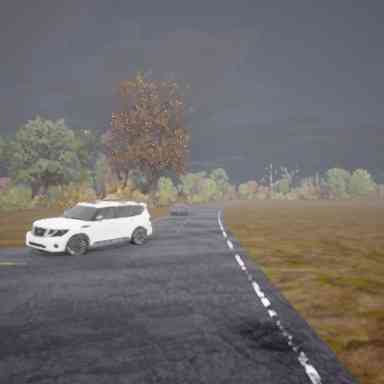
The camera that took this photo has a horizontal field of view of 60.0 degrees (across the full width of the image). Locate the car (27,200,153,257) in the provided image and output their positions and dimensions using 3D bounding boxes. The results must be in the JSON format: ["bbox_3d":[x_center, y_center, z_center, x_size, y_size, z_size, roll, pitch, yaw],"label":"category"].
[{"bbox_3d":[-4.062,1.436,14.371,2.150,2.045,5.566,4,2,35],"label":"car"}]

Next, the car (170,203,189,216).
[{"bbox_3d":[-1.359,2.018,38.759,1.837,1.490,4.892,0,0,5],"label":"car"}]
